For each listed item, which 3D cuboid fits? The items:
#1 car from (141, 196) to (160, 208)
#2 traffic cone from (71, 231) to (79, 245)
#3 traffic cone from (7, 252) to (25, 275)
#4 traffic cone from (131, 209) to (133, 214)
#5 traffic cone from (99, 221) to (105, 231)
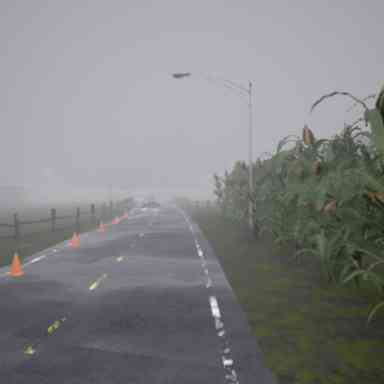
[{"bbox_3d":[-5.986,1.341,47.482,2.097,1.767,4.553,0,0,-15],"label":"car"},{"bbox_3d":[-4.981,1.953,14.127,0.340,0.580,0.340,0,0,-2],"label":"traffic cone"},{"bbox_3d":[-4.835,1.955,9.157,0.340,0.580,0.340,0,0,-1],"label":"traffic cone"},{"bbox_3d":[-6.139,1.947,33.978,0.340,0.580,0.340,0,0,-5],"label":"traffic cone"},{"bbox_3d":[-5.185,1.951,19.094,0.340,0.580,0.340,0,0,-3],"label":"traffic cone"}]
